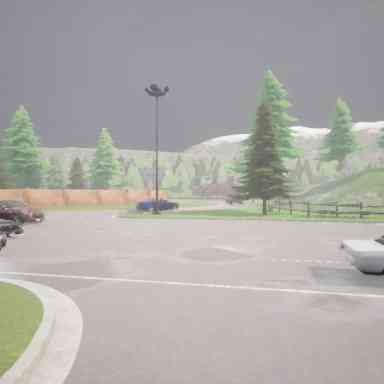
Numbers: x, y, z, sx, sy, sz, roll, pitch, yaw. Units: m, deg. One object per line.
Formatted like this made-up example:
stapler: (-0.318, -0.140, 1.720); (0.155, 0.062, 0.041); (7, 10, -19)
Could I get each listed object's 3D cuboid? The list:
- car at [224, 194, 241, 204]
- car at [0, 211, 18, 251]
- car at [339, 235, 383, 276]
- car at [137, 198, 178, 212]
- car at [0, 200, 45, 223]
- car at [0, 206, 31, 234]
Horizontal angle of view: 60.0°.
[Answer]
car: (7.574, 1.224, 61.524); (2.150, 2.045, 5.566); (1, 0, -7)
car: (-8.955, 1.525, 11.836); (4.674, 1.442, 1.812); (0, 0, 13)
car: (6.368, 1.601, 8.309); (4.718, 1.301, 1.895); (0, 0, 13)
car: (-3.879, 1.478, 38.228); (5.008, 1.535, 1.882); (0, 1, -37)
car: (-12.801, 1.351, 23.484); (4.553, 1.767, 2.097); (0, 0, 13)
car: (-10.841, 1.547, 15.852); (5.357, 1.411, 2.033); (0, 0, 13)
